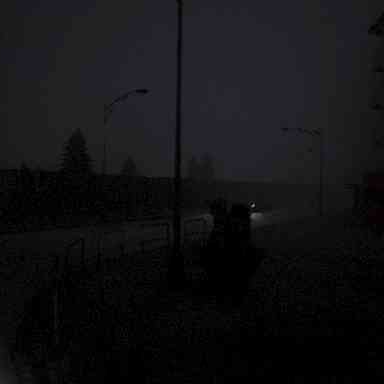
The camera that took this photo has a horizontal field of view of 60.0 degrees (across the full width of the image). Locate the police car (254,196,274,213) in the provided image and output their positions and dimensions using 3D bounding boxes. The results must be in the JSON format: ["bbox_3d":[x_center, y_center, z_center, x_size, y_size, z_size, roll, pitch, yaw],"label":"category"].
[{"bbox_3d":[6.304,1.244,32.980,2.038,1.542,4.974,1,1,35],"label":"police car"}]
